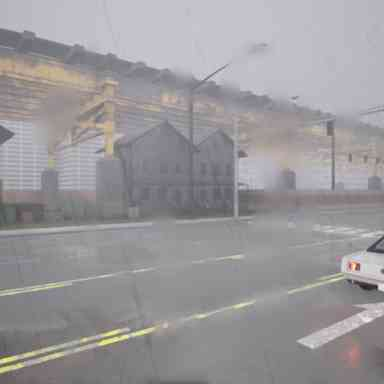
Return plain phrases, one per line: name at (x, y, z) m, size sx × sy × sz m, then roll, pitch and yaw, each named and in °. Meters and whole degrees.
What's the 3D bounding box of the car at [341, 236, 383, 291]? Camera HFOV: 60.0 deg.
car at (5.616, 1.597, 7.776) m, size 4.718 × 1.301 × 1.895 m, roll 0°, pitch 0°, yaw -35°
